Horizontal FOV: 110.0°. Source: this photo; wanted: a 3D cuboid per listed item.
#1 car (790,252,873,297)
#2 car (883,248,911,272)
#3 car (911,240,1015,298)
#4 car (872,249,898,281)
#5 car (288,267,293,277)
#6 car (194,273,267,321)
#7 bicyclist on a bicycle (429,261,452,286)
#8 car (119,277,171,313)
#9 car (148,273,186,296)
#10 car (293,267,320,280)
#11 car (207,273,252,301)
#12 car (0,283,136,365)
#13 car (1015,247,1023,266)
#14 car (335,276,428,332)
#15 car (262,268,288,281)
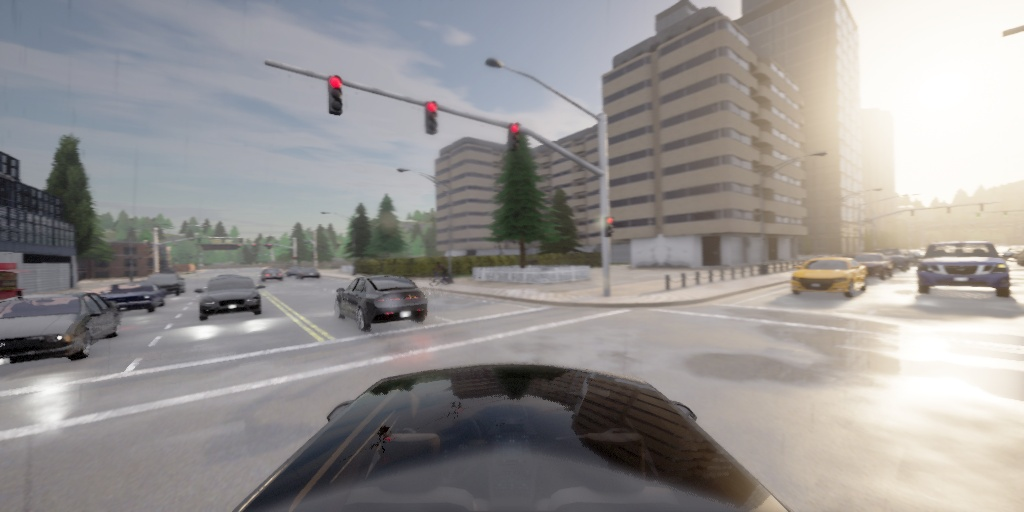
[{"bbox_3d":[13.671,0.796,15.418,5.008,1.535,1.882,-2,0,-39],"label":"car"},{"bbox_3d":[28.417,0.207,27.123,4.553,1.767,2.097,-2,0,-38],"label":"car"},{"bbox_3d":[18.080,0.405,14.463,5.566,2.045,2.150,-2,0,-39],"label":"car"},{"bbox_3d":[21.156,0.561,21.380,5.008,1.535,1.882,-2,0,-38],"label":"car"},{"bbox_3d":[-29.919,2.195,49.495,1.994,1.385,4.181,-2,0,-38],"label":"car"},{"bbox_3d":[-11.460,1.596,14.640,1.837,1.490,4.892,-2,0,-38],"label":"car"},{"bbox_3d":[-4.745,1.178,23.832,1.656,1.620,0.582,-2,0,-38],"label":"bicyclist on a bicycle"},{"bbox_3d":[-17.211,1.868,16.262,1.895,1.301,4.718,-2,0,-38],"label":"car"},{"bbox_3d":[-23.707,1.938,24.458,1.882,1.535,5.008,-2,0,-38],"label":"car"},{"bbox_3d":[-23.739,2.011,41.712,1.994,1.385,4.181,-2,0,-39],"label":"car"},{"bbox_3d":[-17.609,1.838,22.399,1.994,1.385,4.181,-2,0,-38],"label":"car"},{"bbox_3d":[-11.244,1.637,8.755,2.033,1.411,5.357,-2,0,-39],"label":"car"},{"bbox_3d":[40.408,0.034,27.548,5.357,1.411,2.033,-2,0,-39],"label":"car"},{"bbox_3d":[-4.377,1.381,11.704,1.837,1.490,4.892,-1,0,-37],"label":"car"},{"bbox_3d":[-26.279,2.075,39.217,2.033,1.411,5.357,-2,0,-38],"label":"car"}]
